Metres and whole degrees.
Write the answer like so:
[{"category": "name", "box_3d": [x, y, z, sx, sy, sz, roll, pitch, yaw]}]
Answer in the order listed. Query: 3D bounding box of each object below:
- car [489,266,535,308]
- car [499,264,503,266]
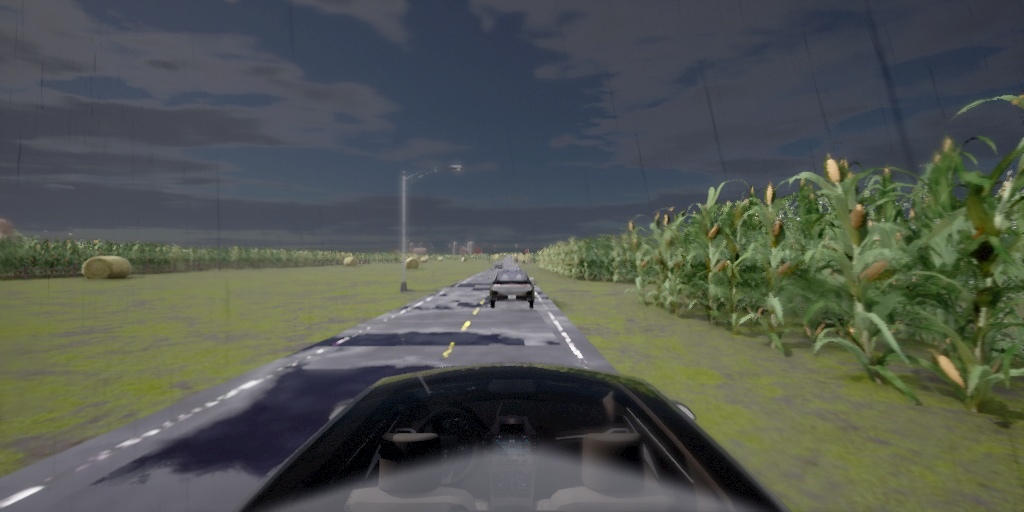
[{"category": "car", "box_3d": [0.006, 1.375, 16.143, 2.128, 1.511, 4.902, 0, 0, 0]}, {"category": "car", "box_3d": [0.005, 1.608, 30.953, 1.895, 1.301, 4.718, 0, 0, 0]}]
